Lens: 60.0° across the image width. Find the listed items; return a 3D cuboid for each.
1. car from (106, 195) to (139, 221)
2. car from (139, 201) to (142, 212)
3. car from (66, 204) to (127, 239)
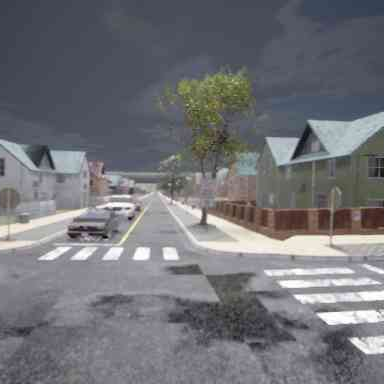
[{"bbox_3d":[-6.074,1.301,28.546,2.150,2.045,5.566,1,-1,-6],"label":"car"},{"bbox_3d":[-7.436,1.495,41.589,2.097,1.767,4.553,1,0,-6],"label":"car"},{"bbox_3d":[-5.011,1.569,17.737,2.033,1.411,5.357,1,0,-4],"label":"car"}]
